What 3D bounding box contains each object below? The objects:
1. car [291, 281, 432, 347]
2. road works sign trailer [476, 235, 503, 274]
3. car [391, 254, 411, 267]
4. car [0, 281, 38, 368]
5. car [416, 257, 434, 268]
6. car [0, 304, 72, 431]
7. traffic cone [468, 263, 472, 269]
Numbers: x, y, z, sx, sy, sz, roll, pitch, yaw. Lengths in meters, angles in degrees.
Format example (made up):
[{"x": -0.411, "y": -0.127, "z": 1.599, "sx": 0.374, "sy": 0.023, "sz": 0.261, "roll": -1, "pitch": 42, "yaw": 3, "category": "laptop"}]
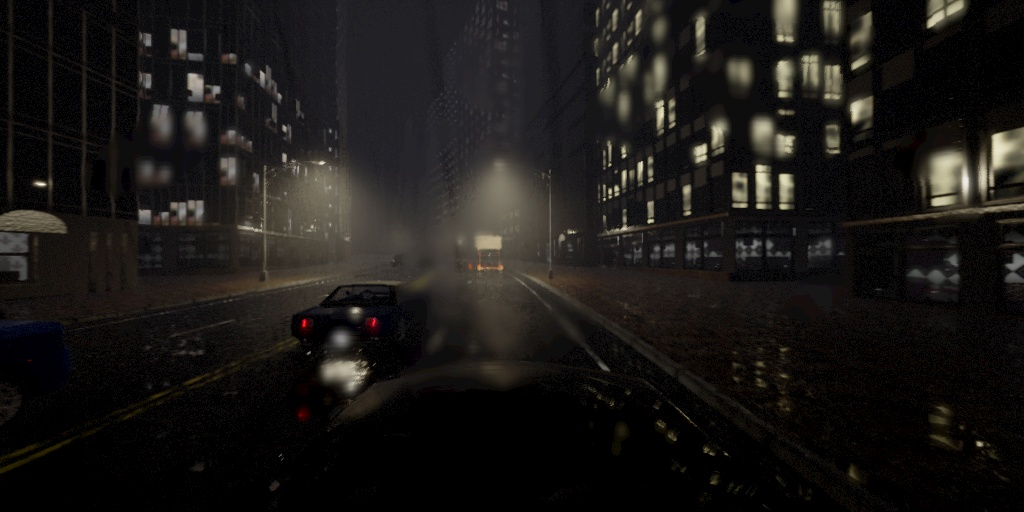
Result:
[{"x": -3.320, "y": 1.266, "z": 9.047, "sx": 1.895, "sy": 1.301, "sz": 4.718, "roll": 0, "pitch": 1, "yaw": -2, "category": "car"}, {"x": -2.130, "y": -0.203, "z": 33.647, "sx": 2.380, "sy": 3.560, "sz": 2.880, "roll": 0, "pitch": 0, "yaw": -9, "category": "road works sign trailer"}, {"x": -14.410, "y": 0.530, "z": 46.777, "sx": 2.097, "sy": 1.767, "sz": 4.553, "roll": 0, "pitch": 1, "yaw": -11, "category": "car"}, {"x": -9.912, "y": 1.264, "z": 4.356, "sx": 1.837, "sy": 1.490, "sz": 4.892, "roll": 0, "pitch": 1, "yaw": -1, "category": "car"}, {"x": -10.584, "y": 0.773, "z": 44.089, "sx": 1.994, "sy": 1.385, "sz": 4.181, "roll": 0, "pitch": 1, "yaw": -10, "category": "car"}, {"x": -6.646, "y": 1.249, "z": 2.468, "sx": 1.882, "sy": 1.535, "sz": 5.008, "roll": 0, "pitch": 1, "yaw": 0, "category": "car"}, {"x": -4.581, "y": 1.205, "z": 40.346, "sx": 0.340, "sy": 0.580, "sz": 0.340, "roll": 0, "pitch": 0, "yaw": -9, "category": "traffic cone"}]
